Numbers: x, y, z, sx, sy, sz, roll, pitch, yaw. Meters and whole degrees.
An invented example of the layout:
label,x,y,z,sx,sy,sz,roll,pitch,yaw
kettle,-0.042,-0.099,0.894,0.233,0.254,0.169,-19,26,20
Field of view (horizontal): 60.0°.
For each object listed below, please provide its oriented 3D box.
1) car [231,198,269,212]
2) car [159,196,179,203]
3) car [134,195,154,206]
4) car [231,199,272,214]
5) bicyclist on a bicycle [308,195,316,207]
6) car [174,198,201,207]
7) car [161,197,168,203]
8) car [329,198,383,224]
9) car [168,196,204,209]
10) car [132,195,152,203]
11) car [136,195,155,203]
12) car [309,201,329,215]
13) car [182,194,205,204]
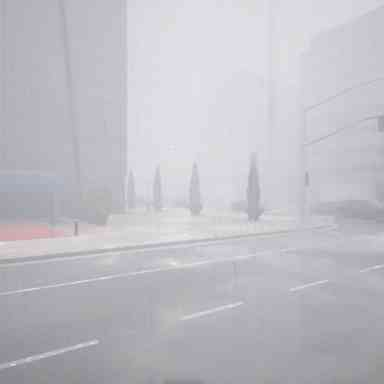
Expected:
label,x,y,z,sx,sy,sz,roll,pitch,yaw
car,6.901,1.522,40.019,1.812,1.442,4.674,0,0,-35
car,-4.859,1.596,69.491,1.895,1.301,4.718,0,0,-35
car,-7.630,1.522,54.825,1.812,1.442,4.674,0,0,-35
car,6.163,1.488,34.950,2.128,1.511,4.902,0,0,-35
bicyclist on a bicycle,16.857,1.295,46.689,1.656,1.620,0.582,0,0,-35
car,-0.778,1.597,51.064,1.895,1.301,4.718,0,0,-35
car,-4.158,1.543,62.386,2.033,1.411,5.357,0,0,-35
car,13.159,1.347,24.899,2.097,1.767,4.553,0,0,-35
car,-0.702,1.544,44.818,2.033,1.411,5.357,0,0,-35
car,-9.575,1.302,63.869,1.837,1.490,4.892,0,0,-35
car,-9.874,1.515,70.413,2.128,1.511,4.902,0,0,-35
car,13.125,1.559,31.078,1.994,1.385,4.181,0,0,-35
car,0.269,1.347,62.154,2.097,1.767,4.553,0,0,-35
